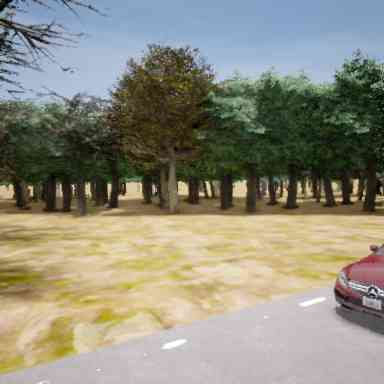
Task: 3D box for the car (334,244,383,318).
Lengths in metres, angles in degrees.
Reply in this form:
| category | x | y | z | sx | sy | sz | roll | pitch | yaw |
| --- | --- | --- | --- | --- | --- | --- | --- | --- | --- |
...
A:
| category | x | y | z | sx | sy | sz | roll | pitch | yaw |
| --- | --- | --- | --- | --- | --- | --- | --- | --- | --- |
| car | 4.812 | 1.521 | 6.629 | 4.674 | 1.442 | 1.812 | 0 | 0 | -34 |
